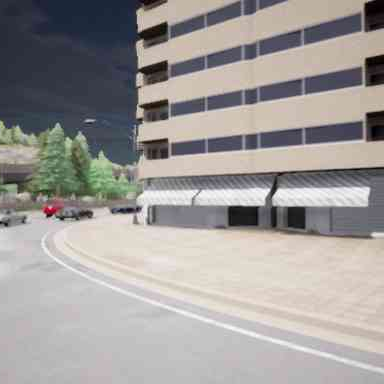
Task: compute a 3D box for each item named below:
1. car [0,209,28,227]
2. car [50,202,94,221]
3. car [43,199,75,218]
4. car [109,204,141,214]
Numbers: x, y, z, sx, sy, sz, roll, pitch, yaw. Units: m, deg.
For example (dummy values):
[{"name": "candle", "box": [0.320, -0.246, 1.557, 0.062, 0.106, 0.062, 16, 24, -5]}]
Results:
[{"name": "car", "box": [-15.083, 2.048, 26.885, 1.895, 1.301, 4.718, 0, -1, -5]}, {"name": "car", "box": [-11.549, 2.045, 32.983, 2.033, 1.411, 5.357, 0, -1, 5]}, {"name": "car", "box": [-14.370, 1.801, 37.695, 2.150, 2.045, 5.566, -1, 0, 13]}, {"name": "car", "box": [-8.673, 2.211, 43.705, 1.895, 1.301, 4.718, -1, -1, 26]}]
